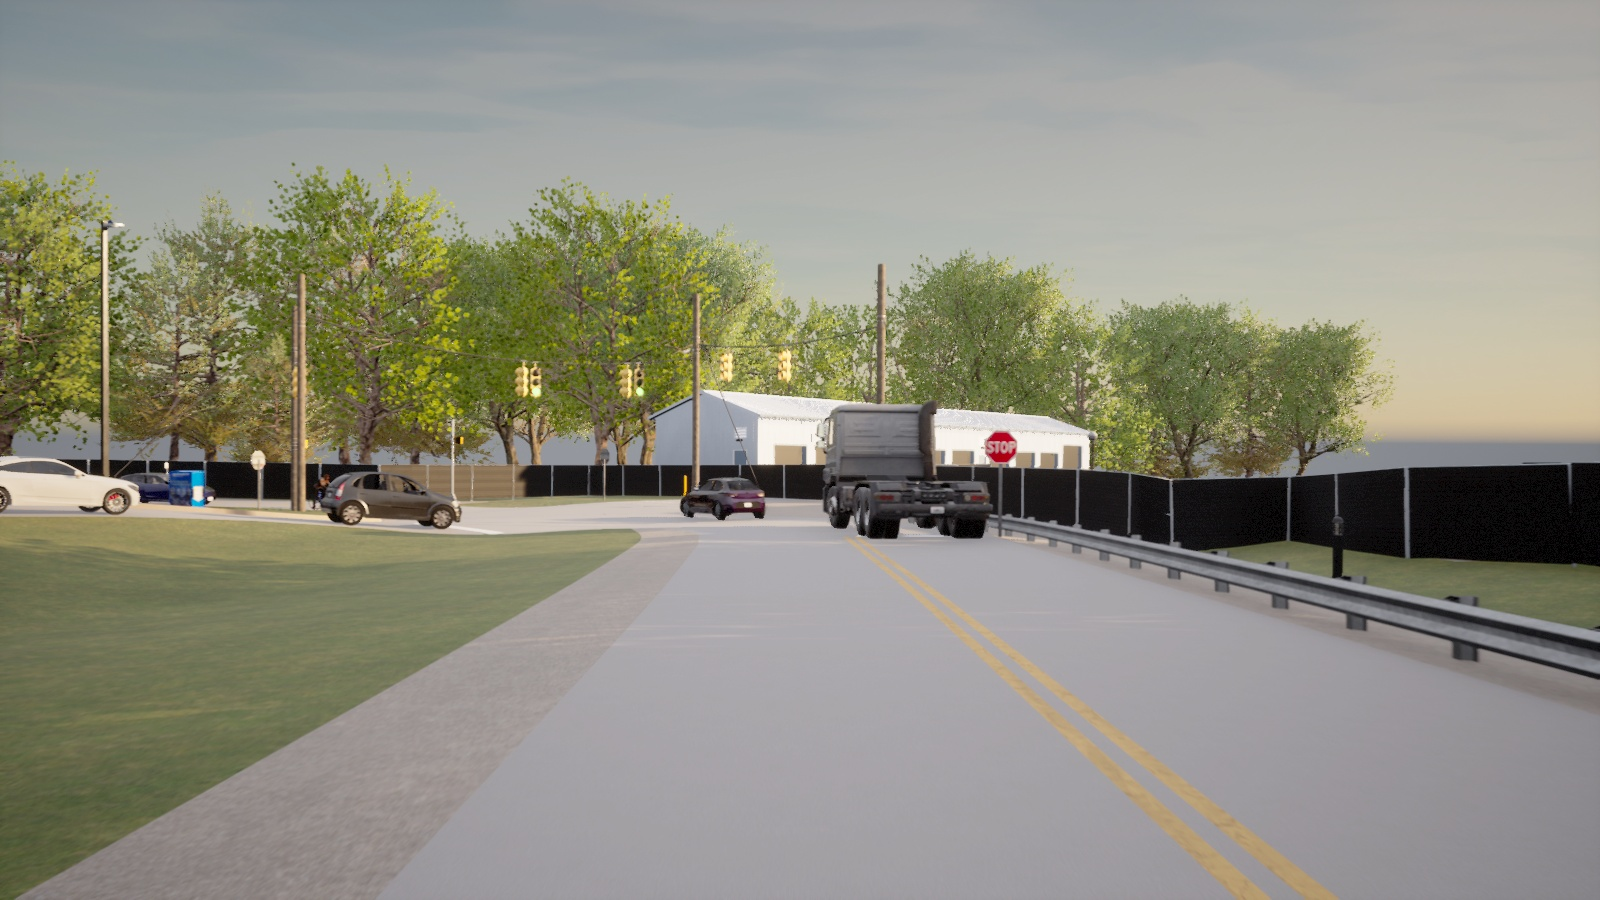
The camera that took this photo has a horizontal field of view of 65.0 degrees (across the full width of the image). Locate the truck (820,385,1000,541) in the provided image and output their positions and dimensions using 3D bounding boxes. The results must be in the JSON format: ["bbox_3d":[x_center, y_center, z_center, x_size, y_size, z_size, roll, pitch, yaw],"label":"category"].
[{"bbox_3d":[2.536,0.350,32.029,2.891,3.462,7.936,0,-1,-8],"label":"truck"}]

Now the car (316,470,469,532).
[{"bbox_3d":[-12.353,1.553,38.132,3.988,1.617,1.851,5,-2,-33],"label":"car"}]

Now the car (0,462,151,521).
[{"bbox_3d":[-19.471,1.055,32.177,1.812,1.442,4.674,0,-2,39],"label":"car"}]

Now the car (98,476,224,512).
[{"bbox_3d":[-29.489,2.026,58.042,4.792,1.488,2.163,1,1,6],"label":"car"}]

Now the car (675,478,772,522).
[{"bbox_3d":[-2.809,1.753,45.174,1.816,1.474,4.193,0,-1,-29],"label":"car"}]
